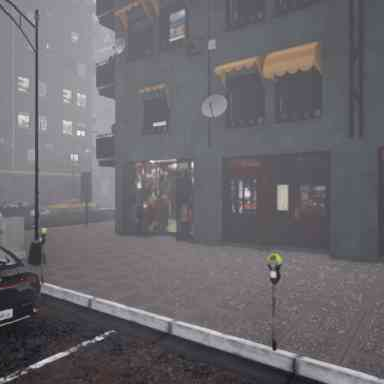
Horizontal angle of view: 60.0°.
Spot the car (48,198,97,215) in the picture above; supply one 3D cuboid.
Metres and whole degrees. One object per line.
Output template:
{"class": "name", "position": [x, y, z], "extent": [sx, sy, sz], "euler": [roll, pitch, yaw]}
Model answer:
{"class": "car", "position": [-11.011, 1.245, 30.502], "extent": [1.752, 1.417, 4.829], "euler": [1, 1, 35]}

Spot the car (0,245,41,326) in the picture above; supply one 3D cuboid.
{"class": "car", "position": [-4.506, 1.550, 6.075], "extent": [4.403, 1.369, 2.008], "euler": [0, 0, 35]}

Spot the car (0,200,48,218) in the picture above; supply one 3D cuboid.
{"class": "car", "position": [-14.095, 1.346, 26.073], "extent": [2.008, 1.369, 4.403], "euler": [1, 1, 35]}
